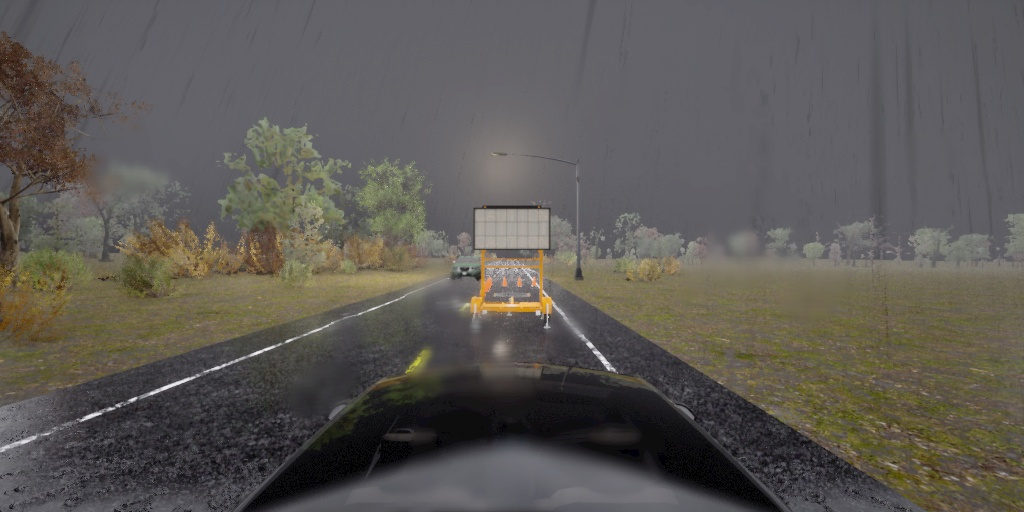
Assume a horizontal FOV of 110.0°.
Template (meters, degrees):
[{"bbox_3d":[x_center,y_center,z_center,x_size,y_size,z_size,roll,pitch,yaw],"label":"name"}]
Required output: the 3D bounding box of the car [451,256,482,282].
[{"bbox_3d":[-3.598,0.980,29.873,2.150,2.045,5.566,0,0,0],"label":"car"}]

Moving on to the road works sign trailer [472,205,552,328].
[{"bbox_3d":[0.001,0.216,11.340,2.380,3.560,2.880,0,0,0],"label":"road works sign trailer"}]
